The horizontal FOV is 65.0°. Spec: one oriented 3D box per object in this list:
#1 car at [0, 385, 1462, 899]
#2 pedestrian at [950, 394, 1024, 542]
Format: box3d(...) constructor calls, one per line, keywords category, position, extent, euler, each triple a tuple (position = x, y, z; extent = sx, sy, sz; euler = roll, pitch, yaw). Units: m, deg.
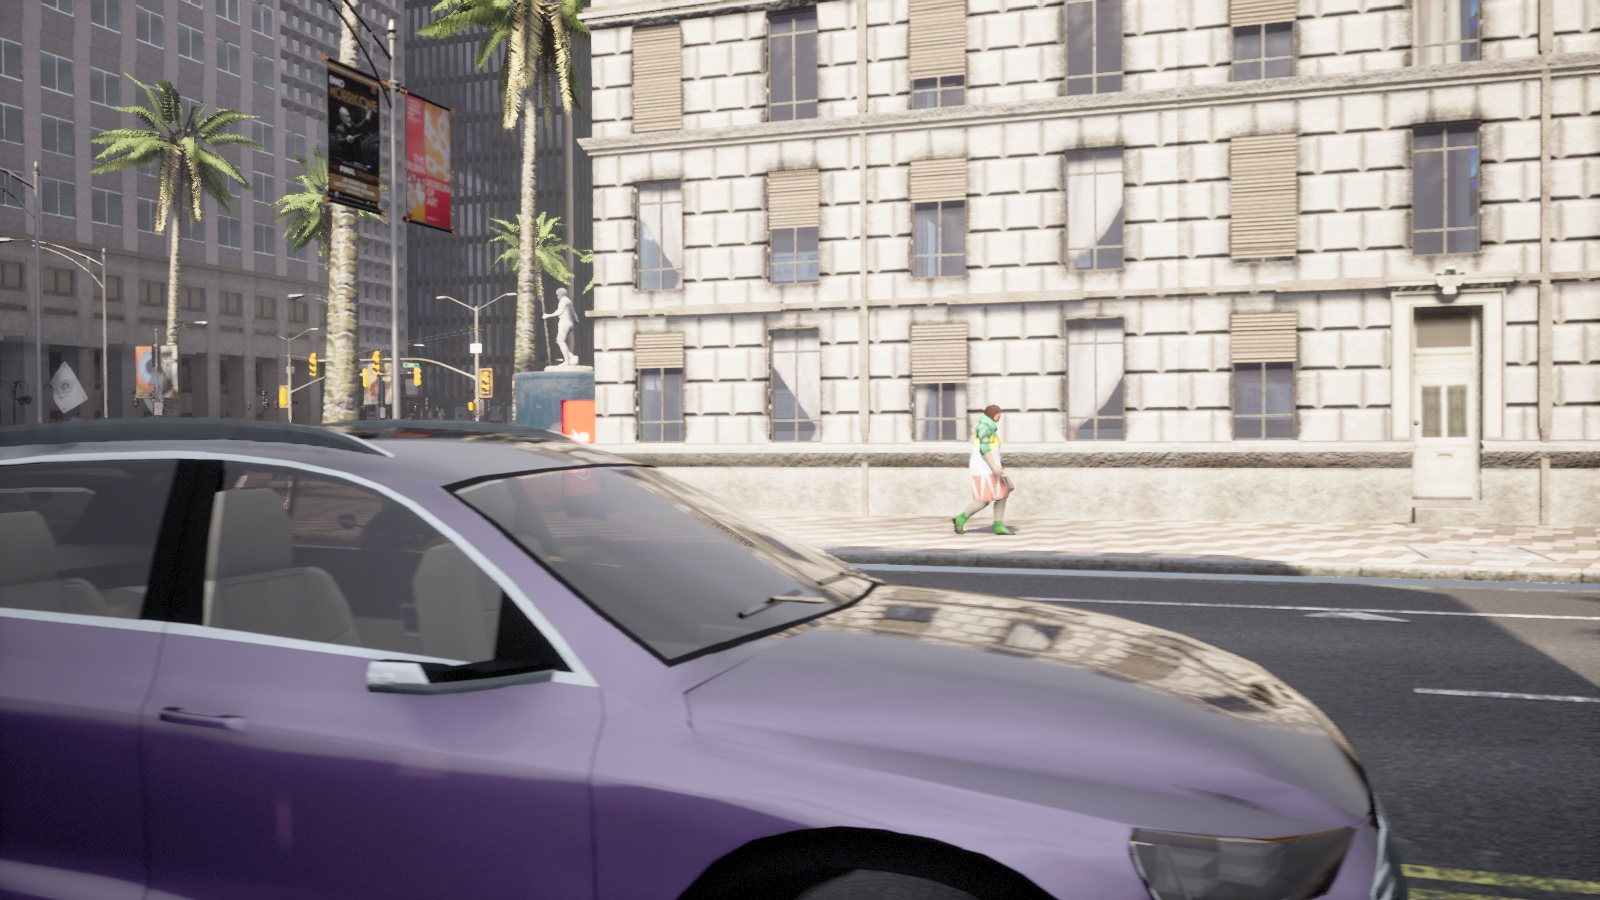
box3d(category="car", position=(-1.025, 0.706, 3.549), extent=(4.856, 1.649, 2.033), euler=(0, 1, 19))
box3d(category="pedestrian", position=(2.534, 0.234, 17.000), extent=(0.873, 1.952, 0.659), euler=(0, 1, 20))
